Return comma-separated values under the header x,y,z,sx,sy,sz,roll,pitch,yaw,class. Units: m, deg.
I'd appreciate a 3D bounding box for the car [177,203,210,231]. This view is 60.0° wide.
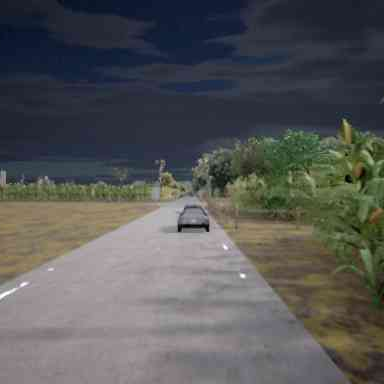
x,y,z,sx,sy,sz,roll,pitch,yaw,class
0.096,1.604,20.893,1.994,1.385,4.181,0,0,0,car

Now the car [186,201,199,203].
x,y,z,sx,sy,sz,roll,pitch,yaw,class
0.100,1.677,38.244,1.895,1.301,4.718,0,0,0,car
